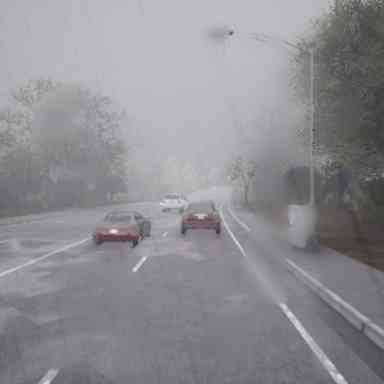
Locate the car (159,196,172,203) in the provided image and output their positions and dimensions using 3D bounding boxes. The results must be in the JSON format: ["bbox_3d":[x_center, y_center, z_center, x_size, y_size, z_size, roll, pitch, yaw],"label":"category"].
[{"bbox_3d":[-5.565,1.554,71.190,1.895,1.301,4.718,0,0,7],"label":"car"}]

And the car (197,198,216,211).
[{"bbox_3d":[1.875,1.474,40.687,2.128,1.511,4.902,0,0,5],"label":"car"}]

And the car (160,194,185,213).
[{"bbox_3d":[-1.932,1.202,37.127,2.150,2.045,5.566,0,0,4],"label":"car"}]

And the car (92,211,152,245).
[{"bbox_3d":[-3.101,1.554,15.449,1.994,1.385,4.181,0,0,2],"label":"car"}]

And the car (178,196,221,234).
[{"bbox_3d":[0.547,1.343,19.439,2.097,1.767,4.553,0,0,2],"label":"car"}]

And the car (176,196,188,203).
[{"bbox_3d":[-2.092,1.558,70.755,1.895,1.301,4.718,0,0,7],"label":"car"}]
